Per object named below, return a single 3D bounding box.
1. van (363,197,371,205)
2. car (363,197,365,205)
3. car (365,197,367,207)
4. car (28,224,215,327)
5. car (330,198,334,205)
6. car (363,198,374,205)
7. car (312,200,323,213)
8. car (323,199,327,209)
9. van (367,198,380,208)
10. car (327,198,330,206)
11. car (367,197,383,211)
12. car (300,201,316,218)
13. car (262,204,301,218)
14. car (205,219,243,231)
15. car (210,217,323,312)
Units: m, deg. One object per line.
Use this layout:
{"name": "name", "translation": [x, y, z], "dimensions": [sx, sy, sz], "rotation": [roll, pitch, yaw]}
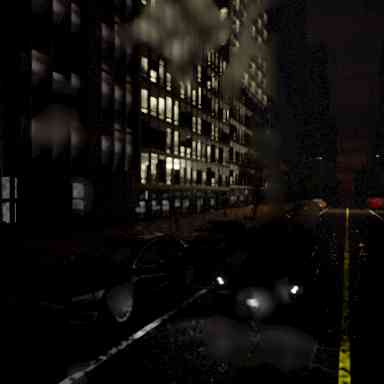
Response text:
{"name": "van", "translation": [42.476, 2.158, 80.789], "dimensions": [1.690, 1.788, 3.998], "rotation": [-1, -1, 25]}
{"name": "car", "translation": [35.235, 2.108, 65.352], "dimensions": [1.967, 1.590, 4.097], "rotation": [-1, -1, 25]}
{"name": "car", "translation": [30.407, 1.882, 55.063], "dimensions": [2.192, 1.841, 5.009], "rotation": [-1, -1, 25]}
{"name": "car", "translation": [-1.317, 1.600, 7.165], "dimensions": [2.008, 1.369, 4.403], "rotation": [-1, -1, 25]}
{"name": "car", "translation": [27.648, 2.224, 68.910], "dimensions": [1.947, 1.339, 4.313], "rotation": [-1, -1, 25]}
{"name": "car", "translation": [40.062, 2.207, 75.643], "dimensions": [1.967, 1.590, 4.097], "rotation": [-1, -1, 25]}
{"name": "car", "translation": [15.580, 1.987, 43.182], "dimensions": [1.802, 1.307, 4.206], "rotation": [-1, -1, 25]}
{"name": "car", "translation": [17.993, 1.896, 48.329], "dimensions": [1.967, 1.590, 4.097], "rotation": [-1, -1, 25]}
{"name": "van", "translation": [32.821, 1.958, 60.208], "dimensions": [1.690, 1.788, 3.998], "rotation": [-1, -1, 25]}
{"name": "car", "translation": [22.749, 2.081, 58.465], "dimensions": [1.752, 1.417, 4.829], "rotation": [-1, -1, 25]}
{"name": "car", "translation": [27.993, 1.831, 49.917], "dimensions": [2.192, 1.841, 5.009], "rotation": [-1, -1, 25]}
{"name": "car", "translation": [10.752, 1.855, 32.891], "dimensions": [2.008, 1.369, 4.403], "rotation": [-1, -1, 25]}
{"name": "car", "translation": [5.925, 1.753, 22.601], "dimensions": [2.008, 1.369, 4.403], "rotation": [-1, -1, 25]}
{"name": "car", "translation": [1.098, 1.682, 12.310], "dimensions": [1.802, 1.307, 4.206], "rotation": [-1, -1, 25]}
{"name": "car", "translation": [2.231, 1.623, 8.383], "dimensions": [2.033, 1.411, 5.357], "rotation": [0, 0, 25]}
